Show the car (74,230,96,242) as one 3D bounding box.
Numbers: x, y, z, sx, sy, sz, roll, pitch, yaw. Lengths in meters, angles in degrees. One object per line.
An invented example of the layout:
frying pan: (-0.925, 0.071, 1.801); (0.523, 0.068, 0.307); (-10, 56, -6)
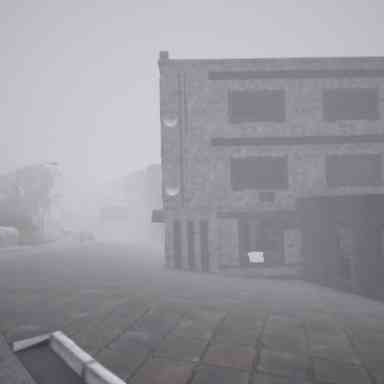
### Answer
car: (-13.911, 5.790, 44.237); (2.128, 1.511, 4.902); (-1, -7, -13)

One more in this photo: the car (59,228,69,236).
car: (-27.418, 8.598, 72.083); (1.882, 1.535, 5.008); (0, -3, -36)

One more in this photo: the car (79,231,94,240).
car: (-17.391, 7.160, 54.761); (1.895, 1.301, 4.718); (-1, -6, -22)

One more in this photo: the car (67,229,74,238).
car: (-21.953, 8.094, 63.926); (1.994, 1.385, 4.181); (0, -5, -34)
